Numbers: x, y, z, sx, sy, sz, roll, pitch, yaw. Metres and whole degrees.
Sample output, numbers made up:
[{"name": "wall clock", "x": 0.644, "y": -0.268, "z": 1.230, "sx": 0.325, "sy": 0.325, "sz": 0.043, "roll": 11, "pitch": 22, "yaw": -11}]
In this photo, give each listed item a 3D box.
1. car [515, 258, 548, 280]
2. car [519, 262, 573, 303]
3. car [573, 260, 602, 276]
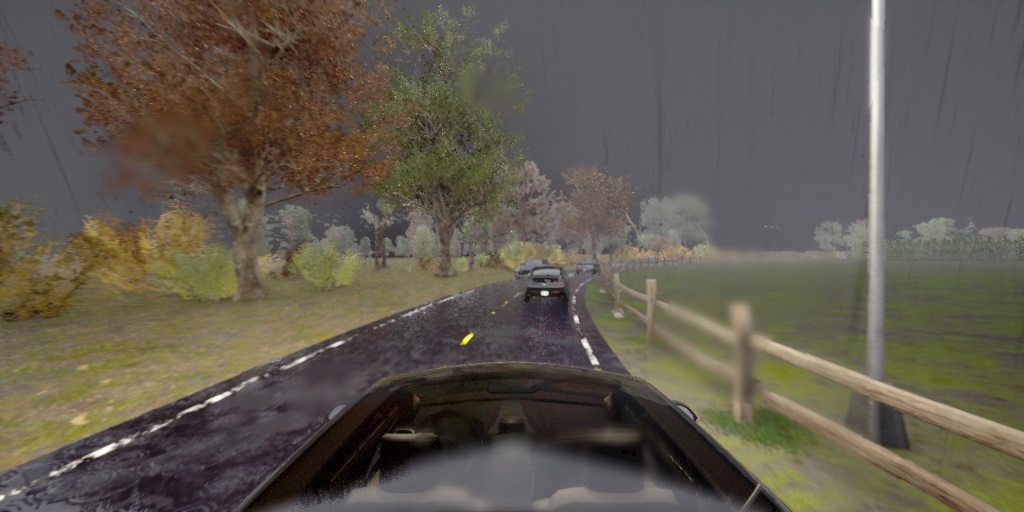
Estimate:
[{"name": "car", "x": 1.778, "y": 0.966, "z": 28.202, "sx": 2.097, "sy": 1.767, "sz": 4.553, "roll": 0, "pitch": 0, "yaw": 19}, {"name": "car", "x": 1.712, "y": 1.195, "z": 16.359, "sx": 1.837, "sy": 1.490, "sz": 4.892, "roll": 0, "pitch": 0, "yaw": 10}, {"name": "car", "x": 7.639, "y": 1.084, "z": 35.191, "sx": 2.128, "sy": 1.511, "sz": 4.902, "roll": 0, "pitch": 1, "yaw": 24}]
